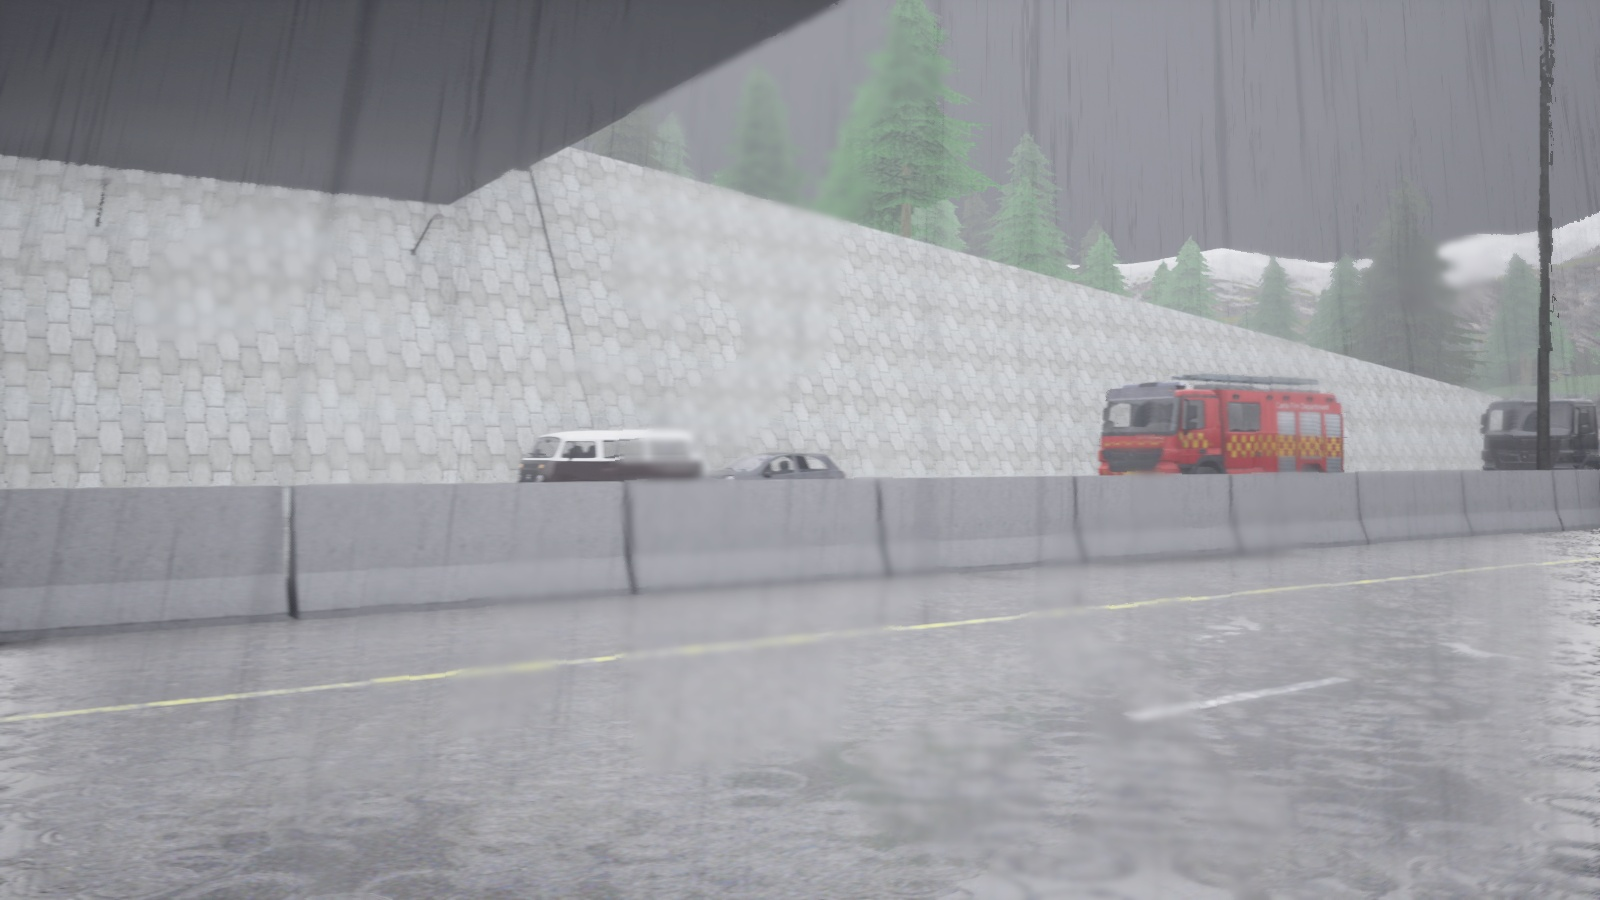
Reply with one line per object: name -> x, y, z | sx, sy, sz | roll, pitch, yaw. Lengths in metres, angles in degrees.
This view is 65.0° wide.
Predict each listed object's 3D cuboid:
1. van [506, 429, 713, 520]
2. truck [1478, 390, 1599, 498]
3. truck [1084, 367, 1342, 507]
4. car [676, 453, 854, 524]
van -> -4.569, 0.552, 30.328 | 4.480, 2.038, 2.069 | 0, 0, -35
truck -> 27.207, -0.187, 43.914 | 7.936, 3.462, 2.891 | 0, 0, -35
truck -> 12.645, -0.354, 38.046 | 8.468, 3.827, 2.891 | 0, 0, -35
car -> -0.781, 0.831, 28.699 | 3.633, 1.501, 1.845 | 0, 0, -35
